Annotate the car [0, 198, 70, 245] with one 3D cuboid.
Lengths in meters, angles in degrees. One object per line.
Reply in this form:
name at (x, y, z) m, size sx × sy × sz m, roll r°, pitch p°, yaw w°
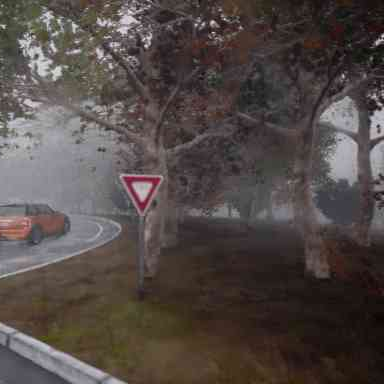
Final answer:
car at (-7.289, 1.275, 15.129) m, size 2.097 × 1.767 × 4.553 m, roll 0°, pitch 0°, yaw 1°
